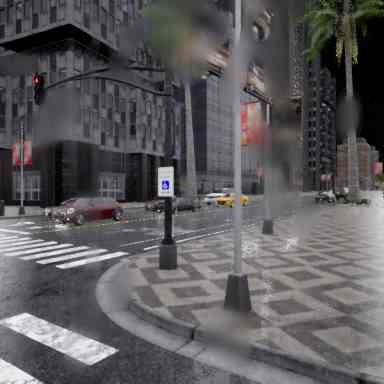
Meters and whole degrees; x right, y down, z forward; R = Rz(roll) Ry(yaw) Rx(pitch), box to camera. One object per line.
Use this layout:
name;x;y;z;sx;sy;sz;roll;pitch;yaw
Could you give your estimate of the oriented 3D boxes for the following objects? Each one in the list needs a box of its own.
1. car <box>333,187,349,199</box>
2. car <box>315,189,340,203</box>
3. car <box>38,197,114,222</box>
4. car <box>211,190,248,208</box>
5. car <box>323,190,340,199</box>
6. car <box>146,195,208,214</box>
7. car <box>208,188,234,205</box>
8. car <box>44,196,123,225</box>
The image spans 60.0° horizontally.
car;23.720;0.232;52.739;2.150;2.045;5.566;0;1;36
car;17.858;0.678;44.459;1.837;1.490;4.892;0;1;35
car;-8.423;1.182;24.563;2.128;1.511;4.902;0;1;36
car;4.525;0.864;37.220;1.882;1.535;5.008;0;1;35
car;25.807;0.353;61.297;1.882;1.535;5.008;0;1;36
car;-1.182;1.104;29.182;2.033;1.411;5.357;0;1;35
car;3.769;0.545;41.769;2.150;2.045;5.566;0;1;35
car;-6.659;1.075;21.450;2.097;1.767;4.553;0;1;35
